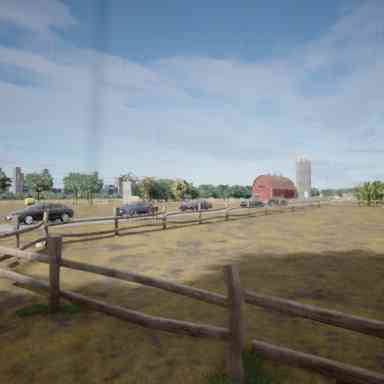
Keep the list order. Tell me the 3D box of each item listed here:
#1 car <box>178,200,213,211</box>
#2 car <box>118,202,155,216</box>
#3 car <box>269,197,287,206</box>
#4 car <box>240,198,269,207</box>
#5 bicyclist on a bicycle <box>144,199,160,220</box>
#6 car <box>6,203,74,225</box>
[{"bbox_3d":[0.552,1.667,41.831,2.033,1.411,5.357,-2,-1,36],"label":"car"},{"bbox_3d":[-5.601,1.669,33.179,1.994,1.385,4.181,-2,-1,35],"label":"car"},{"bbox_3d":[14.574,1.608,56.669,1.837,1.490,4.892,-2,-2,35],"label":"car"},{"bbox_3d":[8.873,1.602,48.553,2.033,1.411,5.357,-2,-1,36],"label":"car"},{"bbox_3d":[-3.160,1.415,26.297,1.656,1.620,0.582,0,0,35],"label":"bicyclist on a bicycle"},{"bbox_3d":[-11.343,1.597,25.096,1.837,1.490,4.892,-2,-1,35],"label":"car"}]
